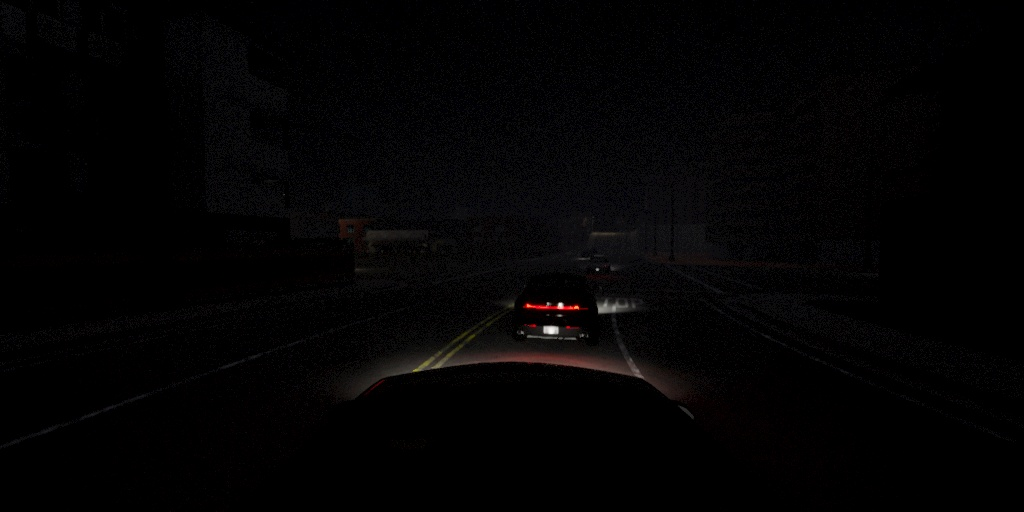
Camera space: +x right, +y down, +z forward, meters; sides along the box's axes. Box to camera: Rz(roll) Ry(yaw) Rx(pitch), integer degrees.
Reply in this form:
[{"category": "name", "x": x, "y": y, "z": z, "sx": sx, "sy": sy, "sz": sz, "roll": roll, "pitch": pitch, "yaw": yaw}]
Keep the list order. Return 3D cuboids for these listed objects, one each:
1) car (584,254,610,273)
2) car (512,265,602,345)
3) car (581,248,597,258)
[{"category": "car", "x": 7.869, "y": 0.772, "z": 32.335, "sx": 1.895, "sy": 1.301, "sz": 4.718, "roll": 1, "pitch": 2, "yaw": 17}, {"category": "car", "x": 1.259, "y": 1.165, "z": 9.376, "sx": 1.837, "sy": 1.490, "sz": 4.892, "roll": 0, "pitch": 1, "yaw": 12}, {"category": "car", "x": 12.981, "y": -0.346, "z": 61.577, "sx": 2.033, "sy": 1.411, "sz": 5.357, "roll": 1, "pitch": 2, "yaw": 17}]
